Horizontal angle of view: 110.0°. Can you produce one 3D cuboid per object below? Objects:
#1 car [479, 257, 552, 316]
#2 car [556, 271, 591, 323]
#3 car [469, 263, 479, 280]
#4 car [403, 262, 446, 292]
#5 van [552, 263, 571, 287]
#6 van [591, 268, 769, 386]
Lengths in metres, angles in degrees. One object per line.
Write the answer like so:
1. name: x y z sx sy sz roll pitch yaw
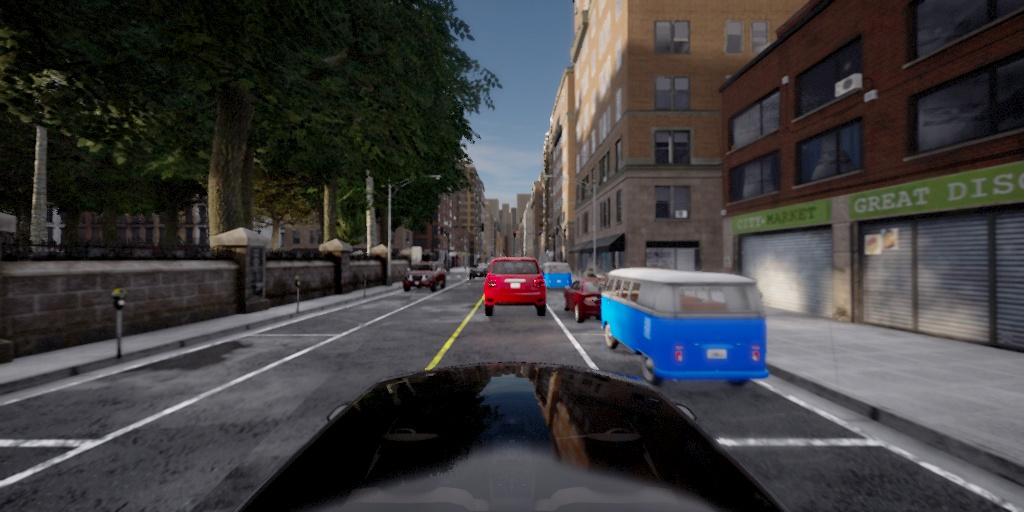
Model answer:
1. car: 0.106 1.106 14.258 2.150 2.045 5.566 0 -1 0
2. car: 2.865 1.416 12.498 1.888 1.381 4.507 0 0 0
3. car: -2.973 1.387 34.291 1.882 1.535 5.008 0 -1 0
4. car: -5.650 1.308 23.785 2.192 1.841 5.009 0 0 0
5. van: 2.875 1.334 23.818 1.690 1.789 3.998 0 0 0
6. van: 2.860 1.148 6.837 1.690 1.789 3.998 0 0 0
